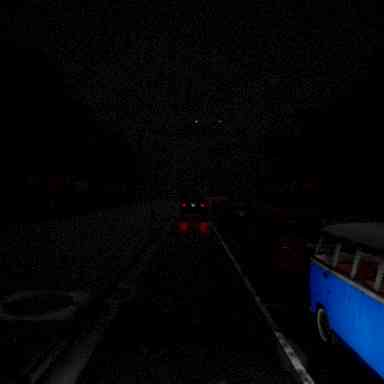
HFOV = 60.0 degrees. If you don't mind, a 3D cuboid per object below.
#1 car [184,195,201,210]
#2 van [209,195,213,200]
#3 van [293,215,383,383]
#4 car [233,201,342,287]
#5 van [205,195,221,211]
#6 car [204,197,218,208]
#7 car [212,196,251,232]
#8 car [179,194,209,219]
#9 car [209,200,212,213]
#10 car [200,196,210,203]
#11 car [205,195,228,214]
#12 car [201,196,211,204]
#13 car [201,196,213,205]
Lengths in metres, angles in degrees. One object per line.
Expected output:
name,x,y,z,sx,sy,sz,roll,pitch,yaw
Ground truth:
car,0.096,1.356,44.165,2.097,1.767,4.553,0,0,0
van,2.631,1.343,31.124,1.690,1.788,3.998,0,0,0
van,2.634,1.341,3.747,1.690,1.788,3.998,0,0,0
car,2.632,1.315,9.220,2.192,1.841,5.009,0,0,0
van,2.630,1.344,42.075,1.690,1.788,3.998,0,0,0
car,2.630,1.529,47.721,1.752,1.417,4.829,0,0,0
car,2.632,1.316,20.173,2.192,1.841,5.009,0,0,0
car,0.096,1.214,28.833,2.150,2.045,5.566,0,-1,0
car,2.632,1.552,25.649,2.008,1.369,4.403,0,0,0
car,2.628,1.556,69.453,2.008,1.369,4.403,0,0,0
car,2.631,1.318,36.599,2.192,1.841,5.009,0,0,0
car,2.628,1.530,64.148,1.752,1.417,4.829,0,0,0
car,2.629,1.445,58.502,1.967,1.590,4.097,0,0,0
